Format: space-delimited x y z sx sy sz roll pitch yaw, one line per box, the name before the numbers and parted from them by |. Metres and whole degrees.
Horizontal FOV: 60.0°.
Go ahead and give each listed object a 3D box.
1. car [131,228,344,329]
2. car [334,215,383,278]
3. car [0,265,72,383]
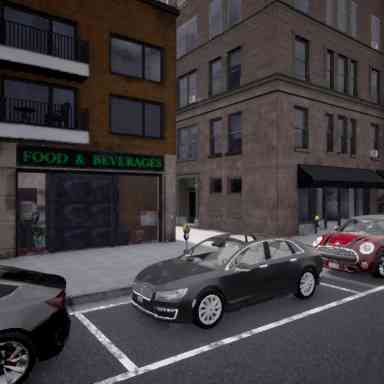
car | 0.910 1.551 6.836 4.403 1.369 2.008 0 0 -35
car | 5.406 1.442 10.037 4.097 1.590 1.967 0 0 -35
car | -3.585 1.566 3.635 4.313 1.339 1.947 0 0 -35
